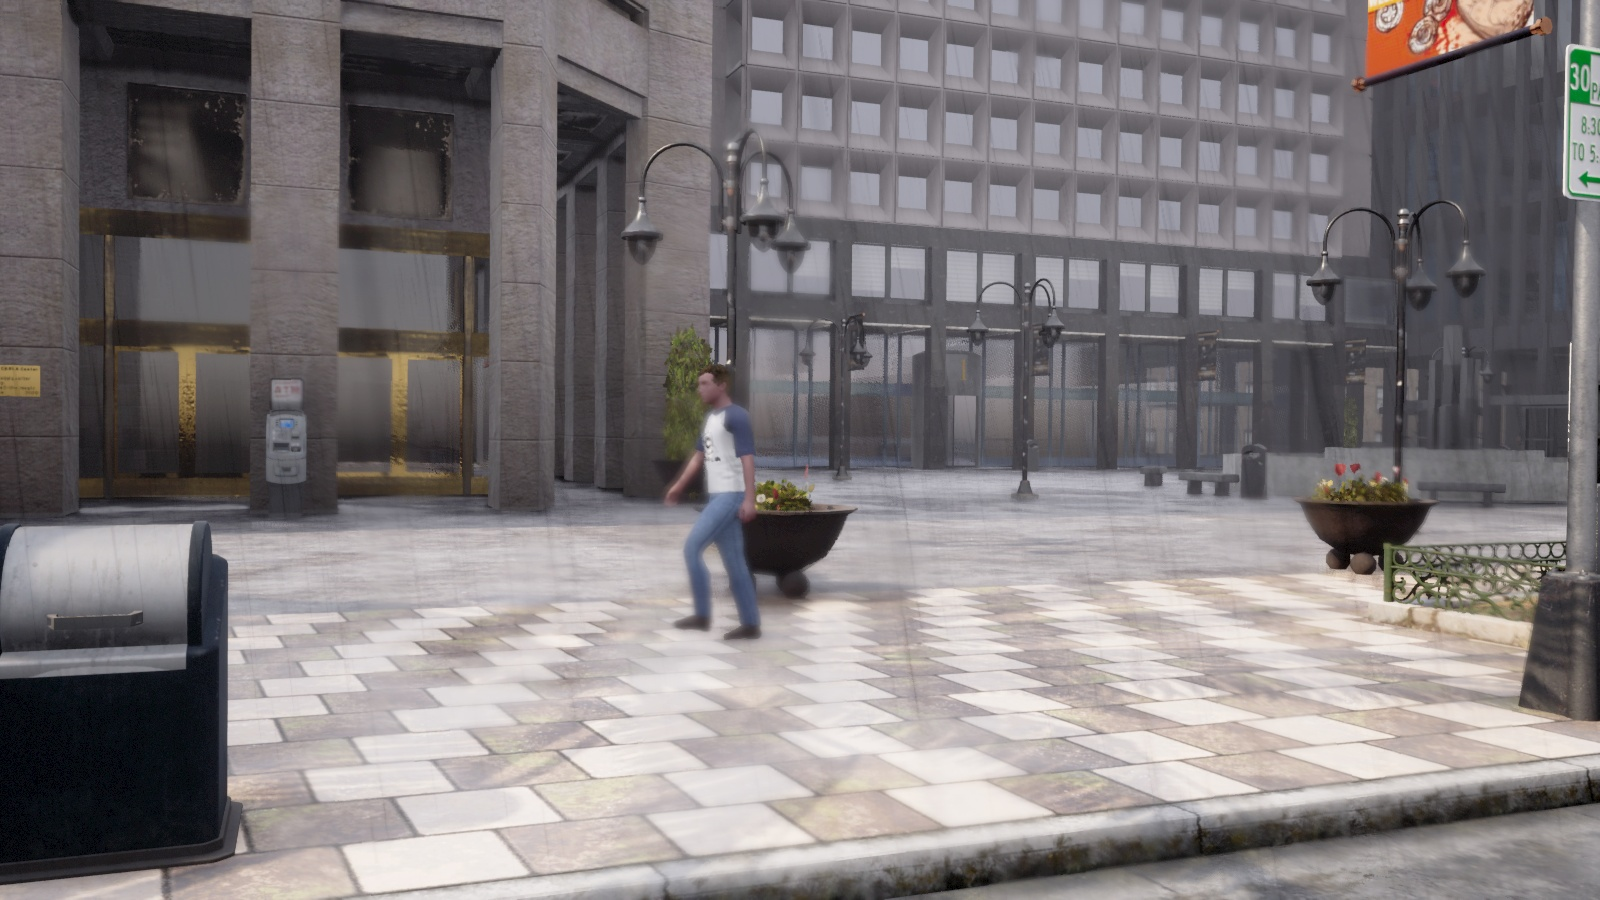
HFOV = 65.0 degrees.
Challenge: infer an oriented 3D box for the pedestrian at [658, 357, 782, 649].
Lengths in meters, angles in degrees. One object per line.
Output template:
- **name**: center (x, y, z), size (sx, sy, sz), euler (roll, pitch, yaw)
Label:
- **pedestrian**: center (-0.523, 0.327, 8.185), size (0.706, 1.836, 0.354), euler (-1, 1, -22)
